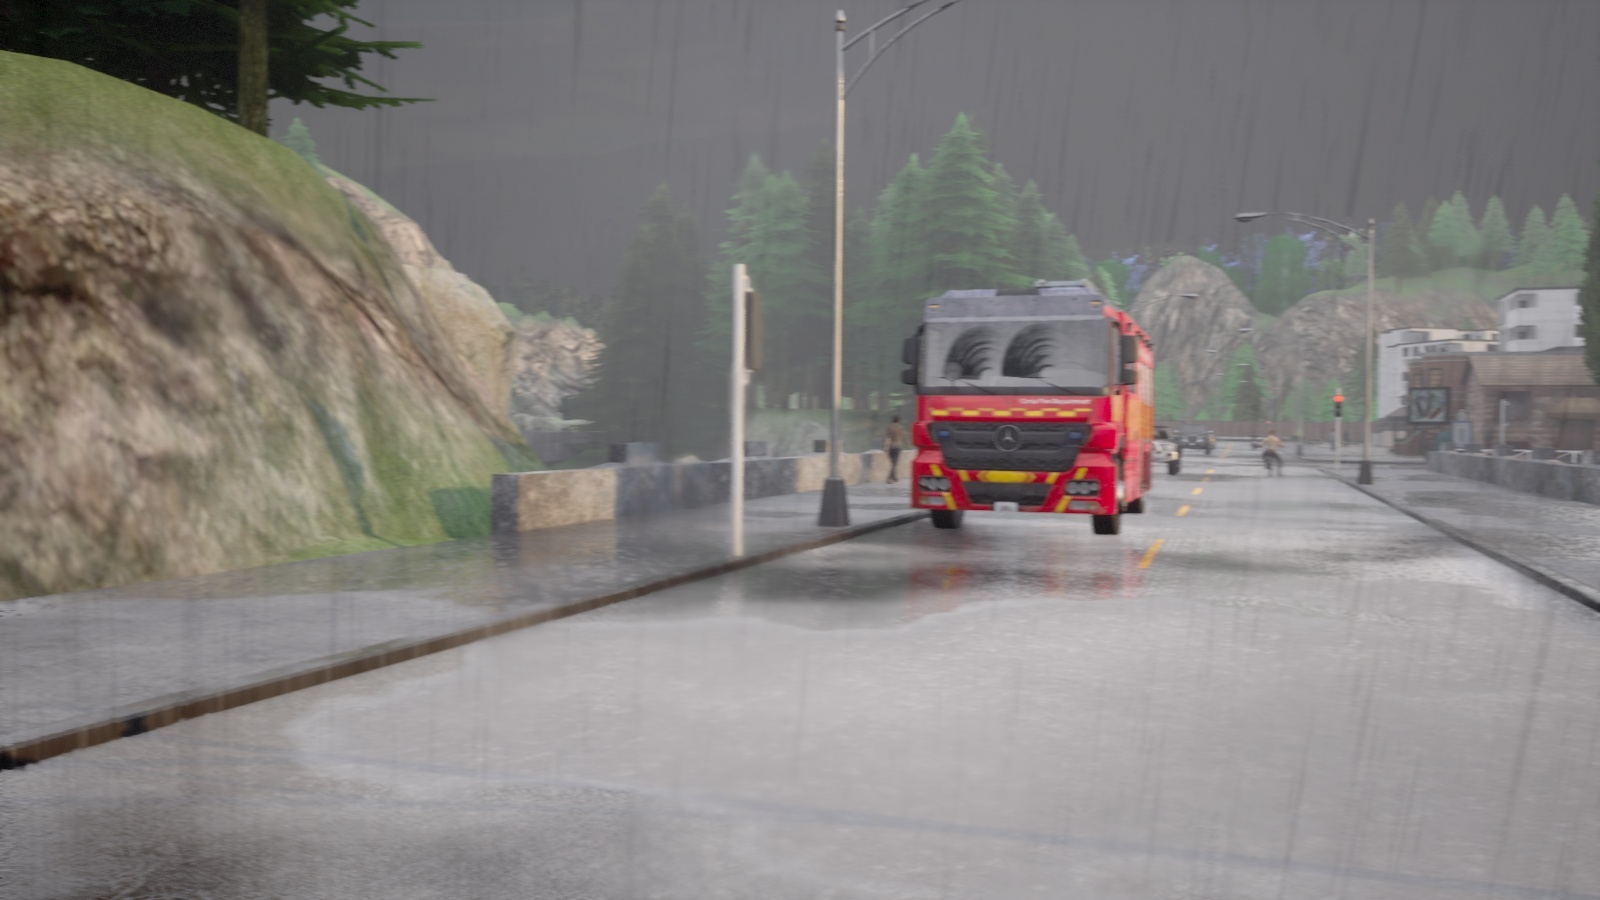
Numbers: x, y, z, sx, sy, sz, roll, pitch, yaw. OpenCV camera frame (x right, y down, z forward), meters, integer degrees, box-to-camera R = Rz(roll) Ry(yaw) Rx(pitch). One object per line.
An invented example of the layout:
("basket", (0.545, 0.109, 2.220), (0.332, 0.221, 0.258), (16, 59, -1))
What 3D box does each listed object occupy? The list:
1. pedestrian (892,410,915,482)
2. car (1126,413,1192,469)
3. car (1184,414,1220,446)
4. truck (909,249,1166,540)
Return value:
("pedestrian", (2.635, -0.115, 31.908), (0.328, 1.805, 0.869), (0, 1, 22))
("car", (12.767, -0.342, 44.500), (1.932, 1.855, 4.605), (0, 1, 20))
("car", (26.763, -1.302, 83.547), (2.150, 2.045, 5.566), (0, 1, 19))
("truck", (4.326, -0.801, 20.960), (2.891, 3.827, 8.468), (0, 1, 20))
